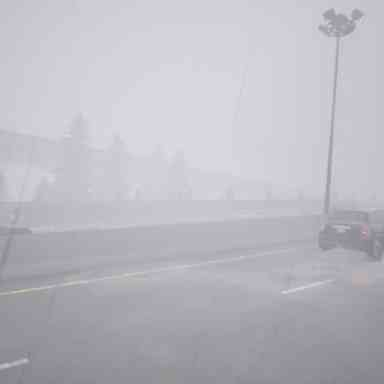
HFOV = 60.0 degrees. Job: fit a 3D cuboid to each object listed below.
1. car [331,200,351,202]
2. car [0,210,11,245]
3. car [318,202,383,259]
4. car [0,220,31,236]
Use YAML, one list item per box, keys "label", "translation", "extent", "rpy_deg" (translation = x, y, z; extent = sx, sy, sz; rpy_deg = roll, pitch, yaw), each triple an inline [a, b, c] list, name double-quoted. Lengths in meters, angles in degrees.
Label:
- label: "car"
  translation: [16.498, 1.624, 37.242]
  extent: [5.008, 1.535, 1.882]
  rpy_deg: [1, 0, -35]
- label: "car"
  translation: [-10.102, 1.564, 13.983]
  extent: [4.181, 1.385, 1.994]
  rpy_deg: [0, 0, -35]
- label: "car"
  translation: [7.047, 1.407, 13.071]
  extent: [4.553, 1.767, 2.097]
  rpy_deg: [0, 0, -35]
- label: "car"
  translation: [-8.199, 1.547, 11.041]
  extent: [5.357, 1.411, 2.033]
  rpy_deg: [0, 0, -35]
